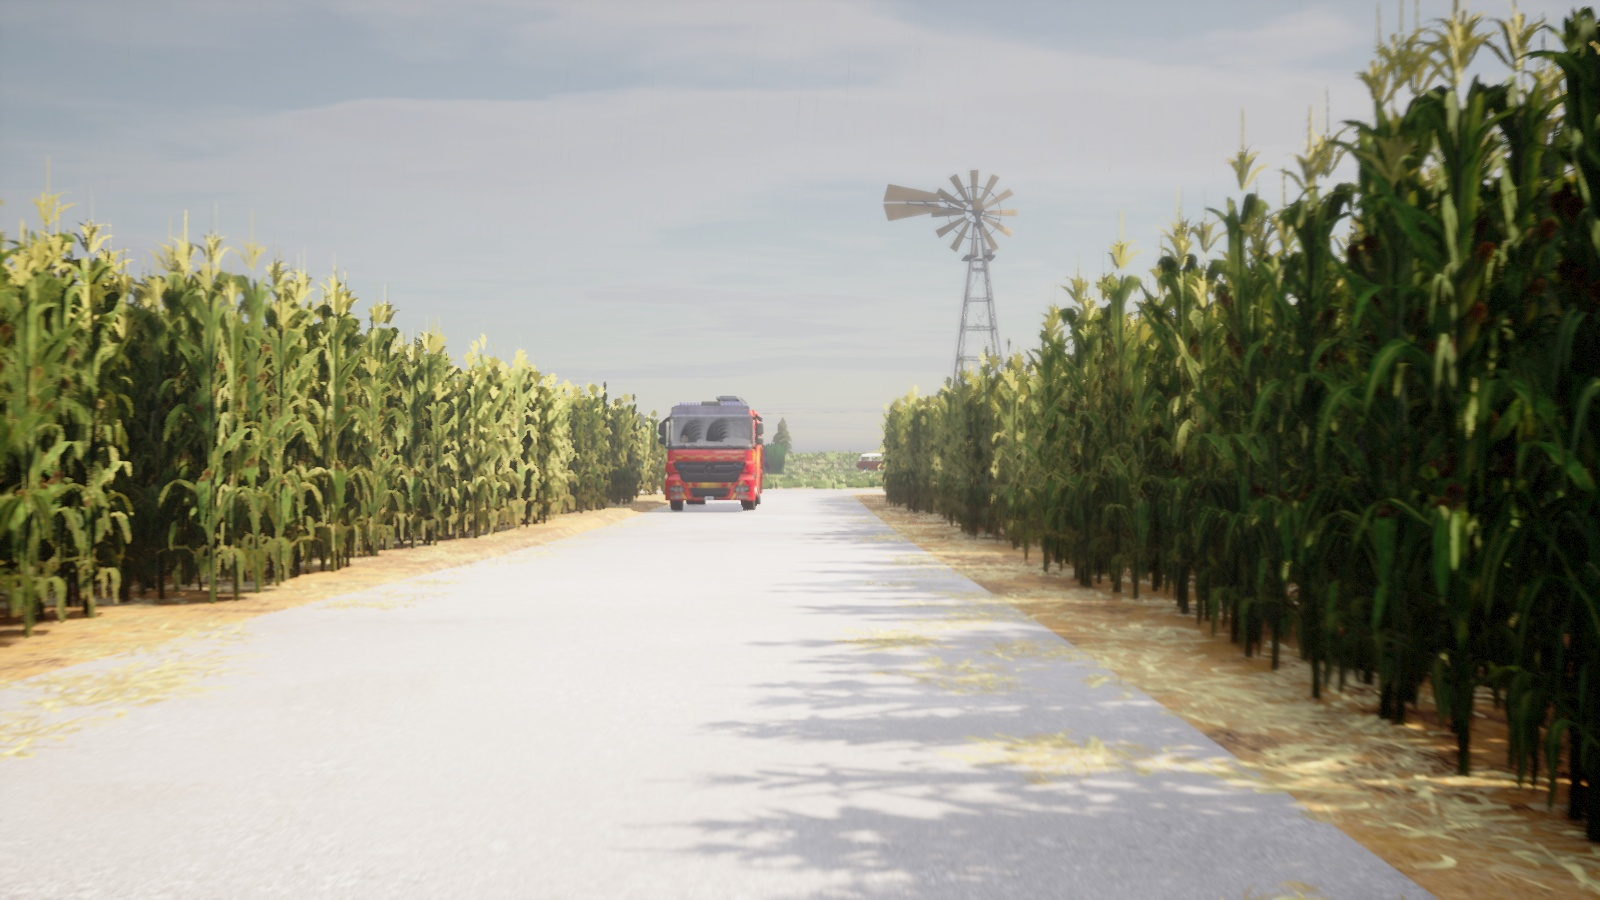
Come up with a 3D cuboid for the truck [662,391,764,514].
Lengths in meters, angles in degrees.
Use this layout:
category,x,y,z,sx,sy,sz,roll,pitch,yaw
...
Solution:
category,x,y,z,sx,sy,sz,roll,pitch,yaw
truck,-2.838,0.104,43.391,2.891,3.827,8.468,0,0,0
